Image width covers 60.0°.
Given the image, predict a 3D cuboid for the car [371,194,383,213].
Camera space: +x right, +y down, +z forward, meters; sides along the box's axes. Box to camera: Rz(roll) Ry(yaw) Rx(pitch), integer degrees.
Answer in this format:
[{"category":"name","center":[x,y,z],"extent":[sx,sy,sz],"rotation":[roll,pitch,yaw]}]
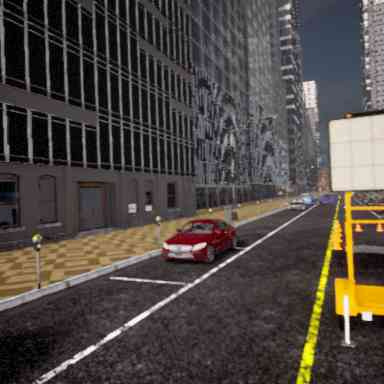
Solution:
[{"category":"car","center":[17.400,1.142,29.579],"extent":[1.802,1.307,4.206],"rotation":[-2,0,24]}]

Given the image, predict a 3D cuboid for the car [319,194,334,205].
[{"category":"car","center":[19.485,1.084,48.105],"extent":[1.882,1.535,5.008],"rotation":[-2,0,24]}]

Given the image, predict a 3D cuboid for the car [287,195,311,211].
[{"category":"car","center":[12.095,1.374,38.210],"extent":[2.008,1.369,4.403],"rotation":[-2,0,24]}]

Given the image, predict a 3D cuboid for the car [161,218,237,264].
[{"category":"car","center":[0.431,1.657,12.248],"extent":[1.802,1.307,4.206],"rotation":[-2,0,24]}]

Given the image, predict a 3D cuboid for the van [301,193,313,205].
[{"category":"van","center":[16.754,1.055,48.595],"extent":[1.690,1.788,3.998],"rotation":[-2,0,24]}]

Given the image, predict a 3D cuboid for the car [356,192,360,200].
[{"category":"car","center":[29.059,0.723,55.541],"extent":[1.967,1.590,4.097],"rotation":[-2,0,24]}]

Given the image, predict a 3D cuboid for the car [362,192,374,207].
[{"category":"car","center":[22.065,1.006,39.963],"extent":[2.008,1.369,4.403],"rotation":[-2,0,24]}]

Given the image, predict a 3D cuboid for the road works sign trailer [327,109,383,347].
[{"category":"road works sign trailer","center":[3.658,0.368,5.659],"extent":[2.380,3.560,2.880],"rotation":[-2,0,24]}]

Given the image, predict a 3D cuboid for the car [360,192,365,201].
[{"category":"car","center":[24.398,0.950,45.155],"extent":[2.008,1.369,4.403],"rotation":[-2,0,24]}]
